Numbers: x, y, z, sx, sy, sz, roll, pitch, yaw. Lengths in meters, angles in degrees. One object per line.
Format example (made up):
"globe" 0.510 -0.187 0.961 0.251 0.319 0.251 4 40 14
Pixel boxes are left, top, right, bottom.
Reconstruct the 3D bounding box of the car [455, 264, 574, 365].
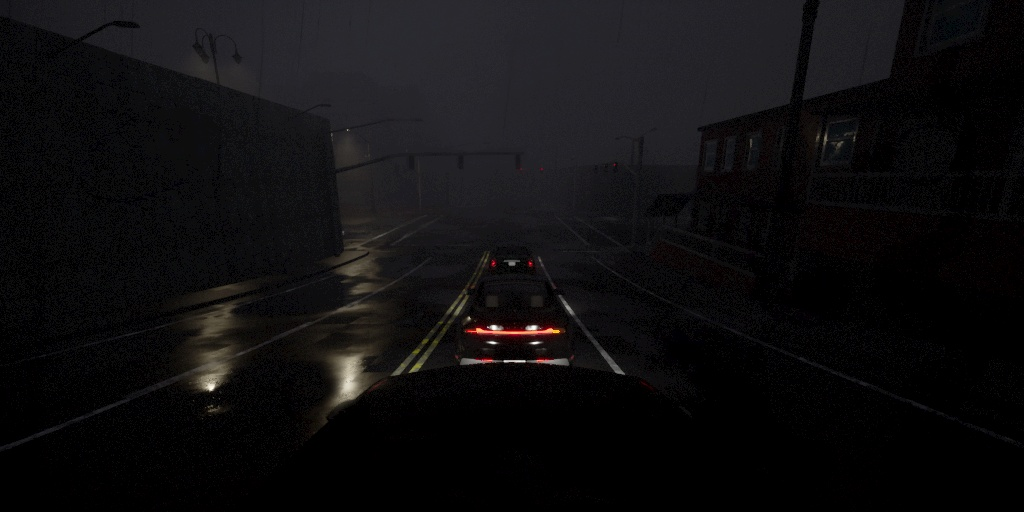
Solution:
"car" 0.050 1.121 7.213 1.837 1.490 4.892 0 2 0

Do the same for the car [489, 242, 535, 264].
"car" 0.008 0.085 17.463 2.097 1.767 4.553 0 7 0

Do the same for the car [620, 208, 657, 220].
"car" 16.257 -5.502 46.100 4.674 1.442 1.812 0 12 0
